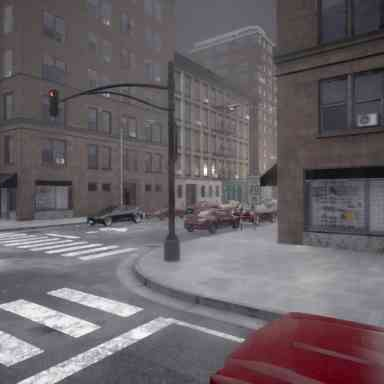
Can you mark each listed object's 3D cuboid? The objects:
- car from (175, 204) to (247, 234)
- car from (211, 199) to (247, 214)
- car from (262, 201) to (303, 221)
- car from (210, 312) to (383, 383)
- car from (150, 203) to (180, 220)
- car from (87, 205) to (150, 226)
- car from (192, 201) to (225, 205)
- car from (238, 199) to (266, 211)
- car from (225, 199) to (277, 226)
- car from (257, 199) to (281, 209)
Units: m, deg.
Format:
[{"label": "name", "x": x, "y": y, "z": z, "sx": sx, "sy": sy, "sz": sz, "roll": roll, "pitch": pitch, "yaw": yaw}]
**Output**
[{"label": "car", "x": 1.178, "y": 1.555, "z": 18.872, "sx": 1.802, "sy": 1.307, "sz": 4.206, "roll": 0, "pitch": 0, "yaw": 36}, {"label": "car", "x": 4.177, "y": 1.544, "z": 36.867, "sx": 1.752, "sy": 1.417, "sz": 4.829, "roll": 0, "pitch": 0, "yaw": 36}, {"label": "car", "x": 7.696, "y": 1.495, "z": 27.990, "sx": 1.752, "sy": 1.417, "sz": 4.829, "roll": 0, "pitch": 0, "yaw": 36}, {"label": "car", "x": 2.381, "y": 1.601, "z": 1.991, "sx": 4.718, "sy": 1.301, "sz": 1.895, "roll": 0, "pitch": 0, "yaw": 36}, {"label": "car", "x": -2.142, "y": 1.604, "z": 28.027, "sx": 1.802, "sy": 1.307, "sz": 4.206, "roll": 0, "pitch": 0, "yaw": 36}, {"label": "car", "x": -5.352, "y": 1.590, "z": 23.538, "sx": 1.947, "sy": 1.339, "sz": 4.313, "roll": 0, "pitch": 0, "yaw": 36}, {"label": "car", "x": 1.067, "y": 1.565, "z": 32.516, "sx": 1.887, "sy": 1.381, "sz": 4.507, "roll": 0, "pitch": 0, "yaw": 36}, {"label": "car", "x": 7.486, "y": 1.600, "z": 41.494, "sx": 1.802, "sy": 1.307, "sz": 4.206, "roll": 0, "pitch": 0, "yaw": 36}, {"label": "car", "x": 4.387, "y": 1.412, "z": 23.362, "sx": 1.967, "sy": 1.590, "sz": 4.097, "roll": 0, "pitch": 0, "yaw": 36}, {"label": "car", "x": 10.695, "y": 1.601, "z": 45.983, "sx": 1.802, "sy": 1.307, "sz": 4.206, "roll": 0, "pitch": 0, "yaw": 36}]
